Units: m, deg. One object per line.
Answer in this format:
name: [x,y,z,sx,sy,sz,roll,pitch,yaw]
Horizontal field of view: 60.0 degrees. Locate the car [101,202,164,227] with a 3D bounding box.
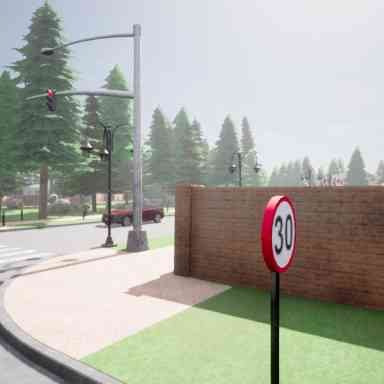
car: [-4.012,1.464,23.168,1.882,1.535,5.008,0,0,35]
